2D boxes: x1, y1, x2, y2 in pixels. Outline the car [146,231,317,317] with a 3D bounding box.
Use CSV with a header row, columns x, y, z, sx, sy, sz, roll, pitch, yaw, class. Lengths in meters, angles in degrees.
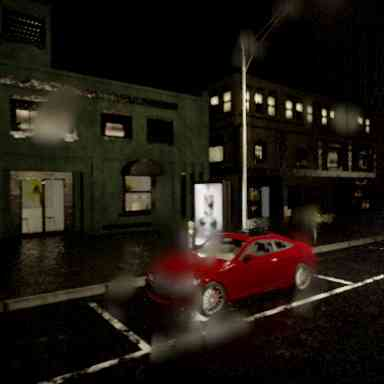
x,y,z,sx,sy,sz,roll,pitch,yaw,class
1.036,1.549,7.304,4.206,1.307,1.802,0,0,-35,car
